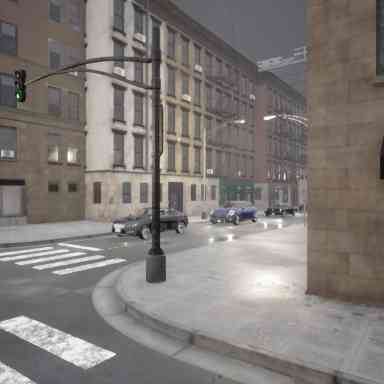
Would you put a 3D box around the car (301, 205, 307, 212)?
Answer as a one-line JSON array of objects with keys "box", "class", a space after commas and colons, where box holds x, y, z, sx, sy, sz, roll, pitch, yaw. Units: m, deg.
[{"box": [14.868, 1.832, 41.585, 1.895, 1.301, 4.718, 0, 0, 36], "class": "car"}]

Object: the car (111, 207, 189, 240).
[{"box": [-2.113, 1.568, 17.809, 2.128, 1.511, 4.902, 0, 0, 35], "class": "car"}]

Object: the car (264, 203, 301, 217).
[{"box": [8.952, 1.777, 33.335, 1.895, 1.301, 4.718, 0, 0, 35], "class": "car"}]

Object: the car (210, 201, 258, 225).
[{"box": [3.229, 1.476, 25.327, 2.097, 1.767, 4.553, 0, 0, 36], "class": "car"}]
